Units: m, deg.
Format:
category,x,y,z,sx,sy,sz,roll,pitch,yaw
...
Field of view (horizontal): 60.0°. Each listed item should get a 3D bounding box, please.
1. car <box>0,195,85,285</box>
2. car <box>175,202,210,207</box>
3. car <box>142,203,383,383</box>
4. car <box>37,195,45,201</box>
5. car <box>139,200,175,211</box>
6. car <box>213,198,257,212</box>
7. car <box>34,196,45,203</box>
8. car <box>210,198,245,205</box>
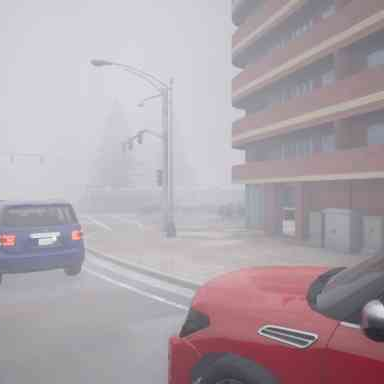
category,x,y,z,sx,sy,sz,roll,pitch,yaw
car,-4.908,1.221,9.748,2.150,2.045,5.566,0,0,-36
car,1.101,1.656,34.202,4.718,1.301,1.895,0,0,-23
car,2.408,1.221,2.408,5.566,2.045,2.150,0,0,36
car,-37.369,1.478,82.403,1.882,1.535,5.008,0,0,-23
car,-3.360,1.581,36.109,4.674,1.442,1.812,0,0,-23
car,5.158,1.533,39.694,5.008,1.535,1.882,0,0,-23
car,-33.326,1.540,72.936,2.033,1.411,5.357,0,0,-23
car,4.396,1.547,27.775,4.902,1.511,2.128,0,0,-23
